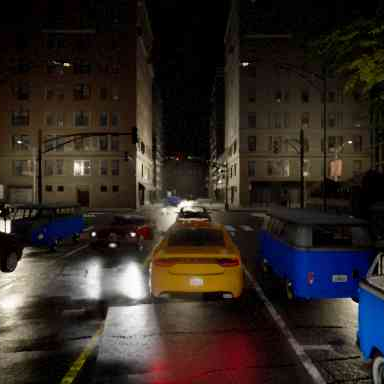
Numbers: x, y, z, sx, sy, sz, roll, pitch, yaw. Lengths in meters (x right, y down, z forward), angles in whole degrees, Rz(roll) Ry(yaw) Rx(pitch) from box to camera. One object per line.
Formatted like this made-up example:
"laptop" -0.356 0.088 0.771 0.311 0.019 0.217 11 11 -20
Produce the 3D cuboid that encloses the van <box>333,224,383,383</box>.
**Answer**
"van" 2.679 1.341 2.255 1.690 1.788 3.998 0 0 0

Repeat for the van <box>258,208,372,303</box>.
"van" 2.704 1.340 7.912 1.690 1.788 3.998 0 0 0

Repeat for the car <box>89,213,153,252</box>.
"car" -2.703 1.598 14.098 1.895 1.301 4.718 0 0 3

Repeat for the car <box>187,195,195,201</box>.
"car" -0.313 1.584 89.168 1.895 1.301 4.718 0 0 -1

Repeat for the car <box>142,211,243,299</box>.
"car" 0.114 1.477 8.500 1.882 1.535 5.008 0 0 1

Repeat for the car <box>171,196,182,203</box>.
"car" -3.141 1.523 69.651 2.033 1.411 5.357 0 0 -1

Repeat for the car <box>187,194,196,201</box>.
"car" -0.227 1.340 79.387 2.097 1.767 4.553 0 0 -1

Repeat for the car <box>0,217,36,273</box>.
"car" -5.822 1.544 7.940 1.887 1.381 4.507 0 0 0

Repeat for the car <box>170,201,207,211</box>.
"car" 0.075 1.486 17.919 2.128 1.511 4.902 0 0 0

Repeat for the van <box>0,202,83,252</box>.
"van" -5.796 1.338 13.600 1.690 1.788 3.998 0 0 0

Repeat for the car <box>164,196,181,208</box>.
"car" -3.050 1.463 48.878 1.882 1.535 5.008 0 0 0
